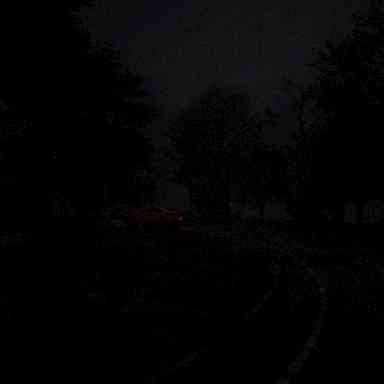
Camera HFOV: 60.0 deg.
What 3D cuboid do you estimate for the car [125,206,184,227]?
[{"bbox_3d":[-3.053,1.904,26.670,5.008,1.535,1.882,-1,-2,28],"label":"car"}]
